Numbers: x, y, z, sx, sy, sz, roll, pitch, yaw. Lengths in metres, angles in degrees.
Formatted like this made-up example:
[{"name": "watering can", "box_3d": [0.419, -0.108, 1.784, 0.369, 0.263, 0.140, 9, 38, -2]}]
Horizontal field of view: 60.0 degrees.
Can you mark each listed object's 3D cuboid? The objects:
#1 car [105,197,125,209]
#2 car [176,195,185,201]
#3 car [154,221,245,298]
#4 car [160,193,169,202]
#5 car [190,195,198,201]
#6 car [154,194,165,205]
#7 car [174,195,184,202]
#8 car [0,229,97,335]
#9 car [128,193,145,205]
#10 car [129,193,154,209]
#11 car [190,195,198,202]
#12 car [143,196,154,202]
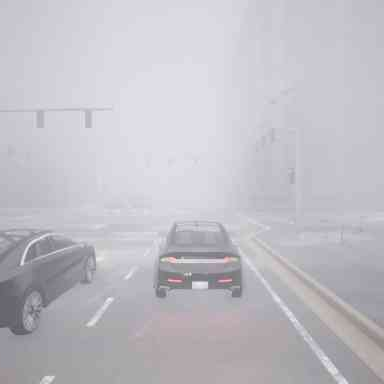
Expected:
[{"name": "car", "box_3d": [-10.292, 1.475, 44.760, 1.882, 1.535, 5.008, 0, 0, 0]}, {"name": "car", "box_3d": [-2.920, 1.518, 85.483, 2.033, 1.411, 5.357, 0, 0, 0]}, {"name": "car", "box_3d": [0.134, 1.491, 8.507, 2.128, 1.511, 4.902, 0, 0, 0]}, {"name": "car", "box_3d": [-6.482, 1.217, 76.357, 2.150, 2.045, 5.566, 0, 0, 0]}, {"name": "car", "box_3d": [0.580, 1.456, 85.459, 1.882, 1.535, 5.008, 0, 0, 0]}, {"name": "car", "box_3d": [-6.656, 1.503, 60.868, 1.837, 1.490, 4.892, 0, -1, 1]}, {"name": "car", "box_3d": [-2.986, 1.493, 75.781, 1.837, 1.490, 4.892, 0, 0, 0]}, {"name": "car", "box_3d": [-3.400, 1.491, 6.687, 2.128, 1.511, 4.902, 0, 0, 1]}, {"name": "car", "box_3d": [-10.145, 1.220, 61.332, 2.150, 2.045, 5.566, 0, 0, 1]}, {"name": "car", "box_3d": [-6.792, 1.349, 44.716, 2.097, 1.767, 4.553, 0, 0, 0]}, {"name": "car", "box_3d": [0.518, 1.588, 76.414, 1.895, 1.301, 4.718, 0, 0, 0]}, {"name": "car", "box_3d": [-9.981, 1.544, 76.522, 1.994, 1.385, 4.181, 0, 0, 0]}]
